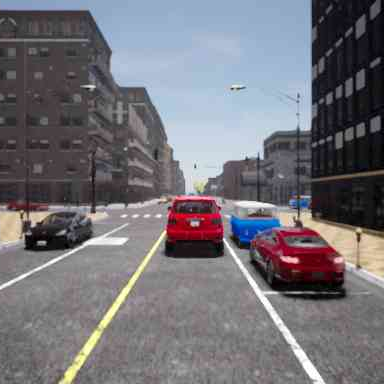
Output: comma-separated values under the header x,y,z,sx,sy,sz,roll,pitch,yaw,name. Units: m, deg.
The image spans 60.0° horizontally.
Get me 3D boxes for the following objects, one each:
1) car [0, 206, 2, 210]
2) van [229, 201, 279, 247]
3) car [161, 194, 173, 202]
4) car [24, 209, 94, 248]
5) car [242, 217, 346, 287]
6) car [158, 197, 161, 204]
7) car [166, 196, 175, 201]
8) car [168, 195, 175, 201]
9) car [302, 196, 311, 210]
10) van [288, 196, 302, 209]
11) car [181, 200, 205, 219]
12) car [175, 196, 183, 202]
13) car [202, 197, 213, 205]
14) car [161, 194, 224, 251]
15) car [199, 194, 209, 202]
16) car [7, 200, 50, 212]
x,y,z,sx,sy,sz,roll,pitch,yaw,name
-22.961,1.471,35.545,4.829,1.417,1.752,0,0,0,car
2.660,1.344,14.749,1.690,1.788,3.998,0,0,0,van
-5.694,1.382,76.153,2.192,1.841,5.009,0,0,0,car
-5.688,1.569,14.774,1.947,1.339,4.313,0,0,0,car
2.660,1.583,9.060,1.802,1.307,4.206,0,0,0,car
-5.694,1.574,64.903,1.752,1.417,4.829,0,0,0,car
-5.697,1.639,87.231,2.008,1.369,4.403,0,0,0,car
-5.697,1.625,92.600,1.752,1.417,4.829,0,0,0,car
14.919,1.362,35.643,5.009,1.841,2.192,0,0,0,car
14.896,1.430,44.022,3.998,1.788,1.690,0,0,0,van
0.097,1.553,30.304,2.033,1.411,5.357,0,0,0,car
-3.007,1.593,77.631,1.812,1.442,4.674,0,0,0,car
2.687,1.567,59.706,1.752,1.417,4.829,0,0,0,car
0.100,1.222,14.281,2.150,2.045,5.566,0,0,0,car
2.686,1.382,76.154,2.192,1.841,5.009,0,0,0,car
-17.469,1.538,35.559,4.206,1.307,1.802,0,0,0,car
